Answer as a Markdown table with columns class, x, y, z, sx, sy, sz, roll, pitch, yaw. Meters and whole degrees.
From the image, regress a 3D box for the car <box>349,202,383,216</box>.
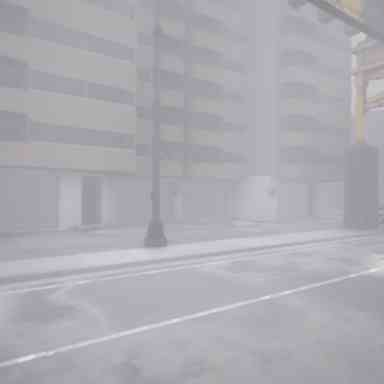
| class | x | y | z | sx | sy | sz | roll | pitch | yaw |
| --- | --- | --- | --- | --- | --- | --- | --- | --- | --- |
| car | 18.143 | 1.670 | 33.539 | 1.853 | 1.218 | 4.536 | 1 | 0 | -11 |

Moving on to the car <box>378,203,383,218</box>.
| class | x | y | z | sx | sy | sz | roll | pitch | yaw |
| --- | --- | --- | --- | --- | --- | --- | --- | --- | --- |
| car | 18.151 | 1.827 | 33.487 | 2.038 | 1.542 | 4.974 | 1 | 0 | -11 |

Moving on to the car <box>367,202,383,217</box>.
| class | x | y | z | sx | sy | sz | roll | pitch | yaw |
| --- | --- | --- | --- | --- | --- | --- | --- | --- | --- |
| car | 21.727 | 1.872 | 35.635 | 4.974 | 1.542 | 2.038 | 0 | 0 | 34 |
